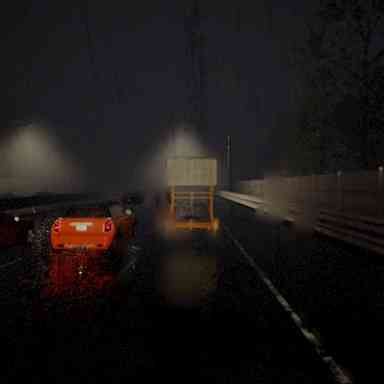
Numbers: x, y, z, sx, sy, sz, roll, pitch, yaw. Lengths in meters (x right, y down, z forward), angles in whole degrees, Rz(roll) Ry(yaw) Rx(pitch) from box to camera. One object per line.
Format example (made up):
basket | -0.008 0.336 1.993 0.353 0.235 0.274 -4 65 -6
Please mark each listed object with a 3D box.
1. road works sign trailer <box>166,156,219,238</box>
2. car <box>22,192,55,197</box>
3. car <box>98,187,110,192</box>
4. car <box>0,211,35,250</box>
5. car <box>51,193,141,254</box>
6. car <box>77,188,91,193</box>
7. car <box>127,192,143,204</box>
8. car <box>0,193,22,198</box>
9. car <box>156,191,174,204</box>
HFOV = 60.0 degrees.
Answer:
road works sign trailer | 0.004 0.151 15.460 2.380 3.560 2.880 0 1 0
car | -17.578 0.697 39.207 1.882 1.535 5.008 0 1 0
car | -20.980 -0.429 79.131 1.882 1.535 5.008 0 1 0
car | -6.898 1.259 10.681 1.882 1.535 5.008 0 1 0
car | -3.396 1.100 12.364 2.097 1.767 4.553 0 1 0
car | -24.480 -0.168 75.722 2.097 1.767 4.553 0 1 0
car | -6.890 0.701 38.975 1.882 1.535 5.008 0 1 0
car | -21.080 0.777 38.700 2.033 1.411 5.357 0 1 0
car | -3.389 0.651 41.587 1.882 1.535 5.008 0 1 0
